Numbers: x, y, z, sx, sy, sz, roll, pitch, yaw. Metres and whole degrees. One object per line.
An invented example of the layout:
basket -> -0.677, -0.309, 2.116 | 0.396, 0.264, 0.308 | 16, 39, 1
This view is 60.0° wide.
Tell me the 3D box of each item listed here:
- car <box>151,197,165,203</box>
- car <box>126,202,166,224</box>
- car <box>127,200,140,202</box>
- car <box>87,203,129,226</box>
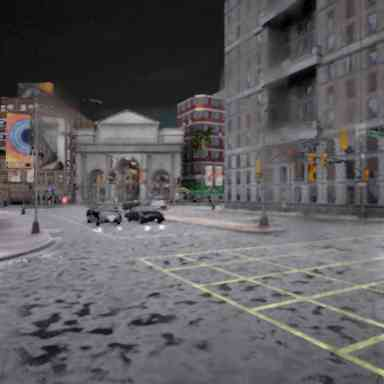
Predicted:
car -> -5.706, 1.826, 56.355 | 2.150, 2.045, 5.566 | 0, -1, -9
car -> -4.085, 1.851, 28.197 | 2.033, 1.411, 5.357 | 0, -1, -29
car -> -9.681, 2.083, 54.076 | 1.837, 1.490, 4.892 | 0, -1, -38
car -> -6.993, 1.773, 26.229 | 2.128, 1.511, 4.902 | 0, -1, -29
